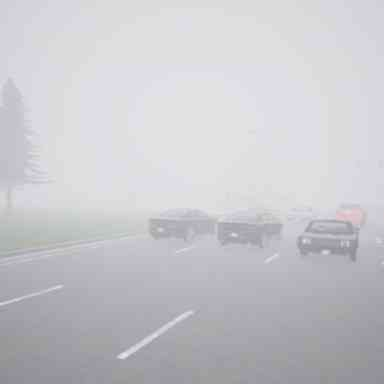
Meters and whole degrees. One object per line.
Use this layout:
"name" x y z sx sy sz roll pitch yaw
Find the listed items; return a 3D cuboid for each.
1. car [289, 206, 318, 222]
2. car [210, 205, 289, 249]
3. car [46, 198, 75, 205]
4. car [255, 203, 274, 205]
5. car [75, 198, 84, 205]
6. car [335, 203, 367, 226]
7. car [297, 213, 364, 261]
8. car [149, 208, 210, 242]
"car" 9.379 1.842 27.916 1.895 1.301 4.718 0 0 28
"car" 2.872 1.589 15.518 1.882 1.535 5.008 0 0 28
"car" -23.704 1.701 59.343 4.718 1.301 1.895 0 0 28
"car" 6.717 1.707 30.445 1.882 1.535 5.008 0 0 27
"car" -22.532 1.730 62.716 4.718 1.301 1.895 0 0 28
"car" 12.649 1.615 26.383 2.097 1.767 4.553 0 0 30
"car" 5.494 1.723 13.005 1.895 1.301 4.718 0 0 28
"car" -0.231 1.568 17.137 1.882 1.535 5.008 0 0 28
